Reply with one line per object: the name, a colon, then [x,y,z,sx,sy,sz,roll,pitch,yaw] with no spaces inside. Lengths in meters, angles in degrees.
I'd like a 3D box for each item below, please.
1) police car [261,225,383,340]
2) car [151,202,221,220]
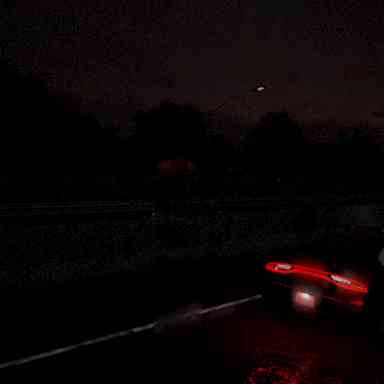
police car: [3.702,1.449,6.506,4.974,1.542,2.038,-1,0,-35]
car: [-0.117,1.460,21.094,4.181,1.385,1.994,-1,0,-35]
